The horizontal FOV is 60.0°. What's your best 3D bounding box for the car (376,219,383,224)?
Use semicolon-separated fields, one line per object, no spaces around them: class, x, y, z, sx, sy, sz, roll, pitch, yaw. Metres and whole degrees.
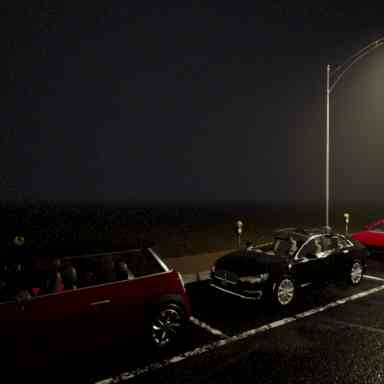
car;6.920;1.548;11.023;4.507;1.381;1.887;0;1;-35

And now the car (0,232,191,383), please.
car;-2.094;1.440;4.593;4.097;1.590;1.967;0;1;-35

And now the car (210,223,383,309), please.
car;2.412;1.552;7.808;4.403;1.369;2.008;0;1;-35
